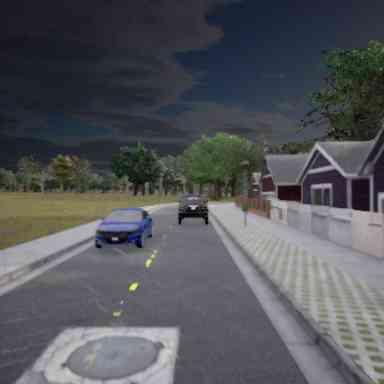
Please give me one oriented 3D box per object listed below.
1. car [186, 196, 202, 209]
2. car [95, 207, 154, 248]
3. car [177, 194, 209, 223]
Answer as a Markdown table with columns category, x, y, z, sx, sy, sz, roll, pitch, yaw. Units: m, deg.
| category | x | y | z | sx | sy | sz | roll | pitch | yaw |
| --- | --- | --- | --- | --- | --- | --- | --- | --- | --- |
| car | 0.301 | 1.390 | 44.366 | 1.882 | 1.535 | 5.008 | 0 | 0 | 4 |
| car | -2.850 | 1.458 | 14.818 | 1.882 | 1.535 | 5.008 | 0 | 0 | 0 |
| car | 0.089 | 1.177 | 24.956 | 2.150 | 2.045 | 5.566 | 0 | 0 | 0 |
